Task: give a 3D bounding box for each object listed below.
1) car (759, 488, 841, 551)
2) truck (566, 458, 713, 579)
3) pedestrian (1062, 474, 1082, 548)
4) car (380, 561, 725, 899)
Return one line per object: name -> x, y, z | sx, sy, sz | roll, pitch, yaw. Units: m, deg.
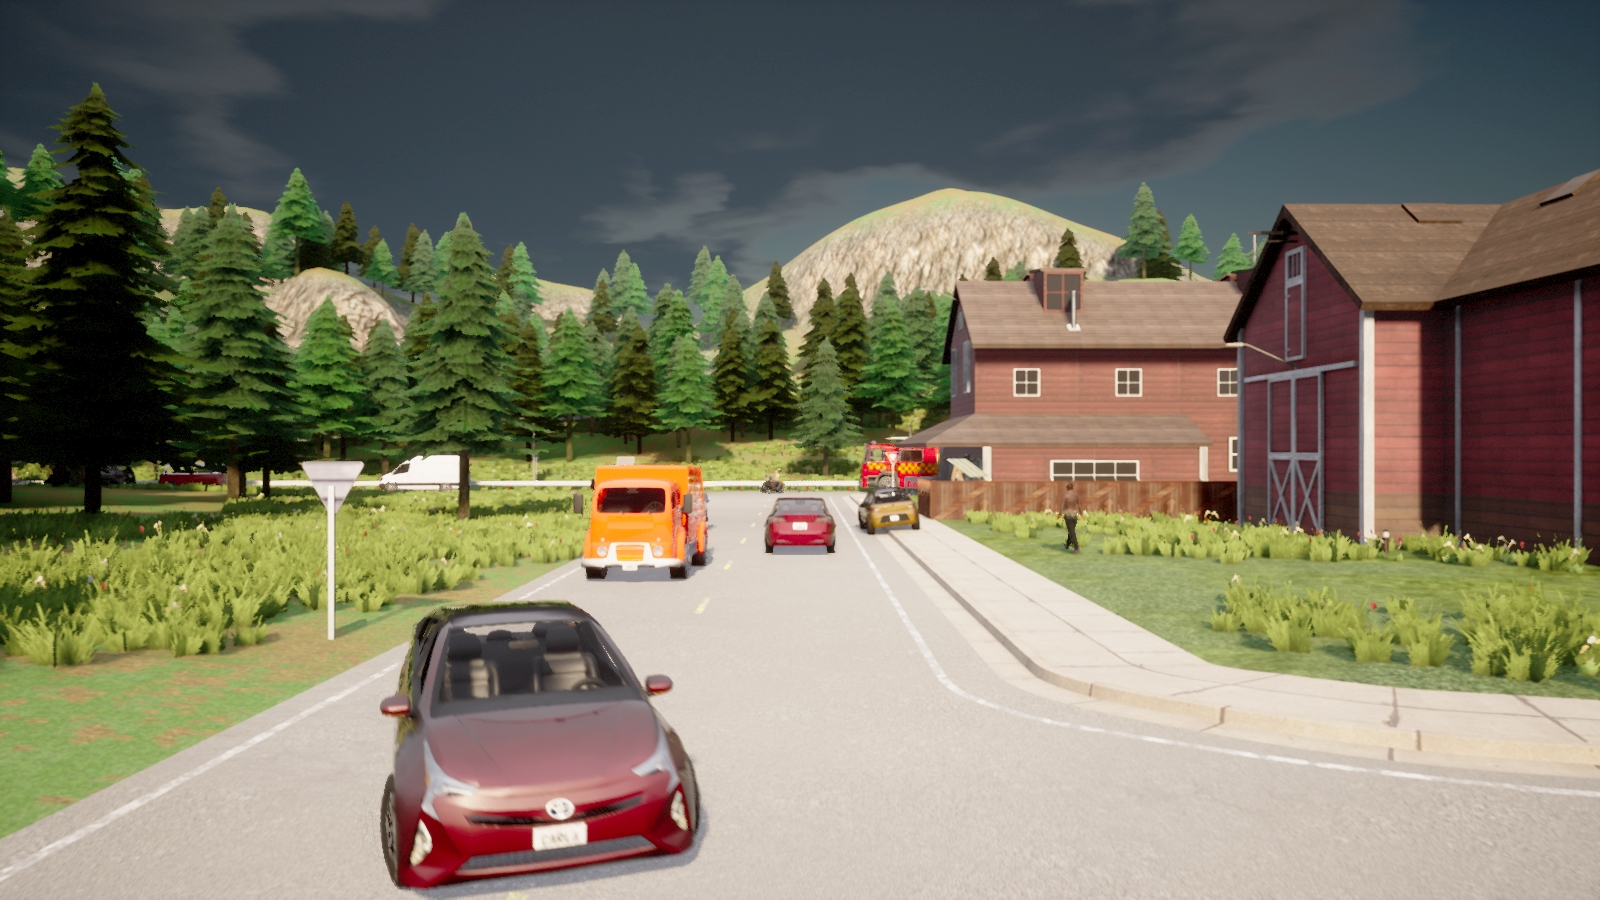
car -> 0.004, 1.921, 32.620 | 2.163, 1.488, 4.792 | 0, 0, 0
truck -> -3.497, 1.430, 26.074 | 2.627, 2.467, 5.204 | 0, 0, 0
pedestrian -> 6.905, 1.540, 28.987 | 0.375, 1.860, 0.375 | 0, 0, -10
car -> -2.194, 1.866, 8.903 | 2.007, 1.525, 4.514 | -1, 0, -20
